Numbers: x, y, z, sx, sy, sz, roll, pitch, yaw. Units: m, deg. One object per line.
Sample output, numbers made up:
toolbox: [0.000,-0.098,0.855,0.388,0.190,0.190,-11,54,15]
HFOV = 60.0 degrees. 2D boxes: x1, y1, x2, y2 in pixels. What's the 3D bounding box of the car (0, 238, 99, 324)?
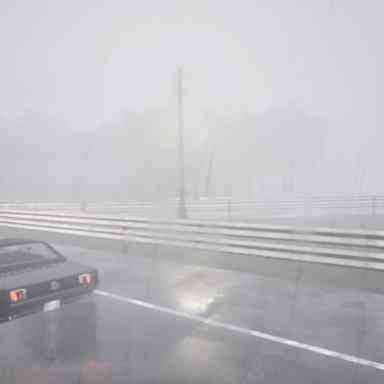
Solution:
car: [-4.144,1.626,6.903,4.718,1.301,1.895,0,0,36]
